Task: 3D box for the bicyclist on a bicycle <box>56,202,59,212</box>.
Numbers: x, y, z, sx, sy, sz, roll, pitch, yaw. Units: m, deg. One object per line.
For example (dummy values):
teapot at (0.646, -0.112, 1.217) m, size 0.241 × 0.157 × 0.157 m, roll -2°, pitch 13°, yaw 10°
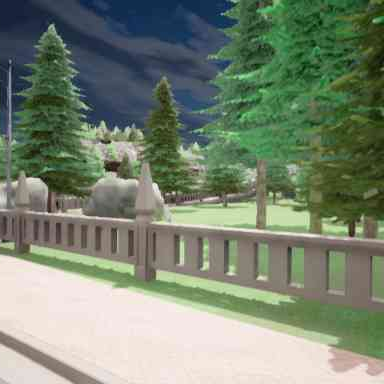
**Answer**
bicyclist on a bicycle at (-14.406, 1.275, 34.731) m, size 1.656 × 1.620 × 0.582 m, roll 0°, pitch 0°, yaw 36°
